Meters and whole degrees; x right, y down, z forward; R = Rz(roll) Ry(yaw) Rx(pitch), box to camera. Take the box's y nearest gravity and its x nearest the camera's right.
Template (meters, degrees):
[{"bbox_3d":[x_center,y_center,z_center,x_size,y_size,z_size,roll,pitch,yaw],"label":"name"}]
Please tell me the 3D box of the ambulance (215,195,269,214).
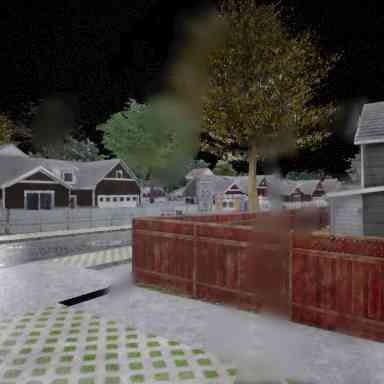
[{"bbox_3d":[4.390,1.500,27.484,2.351,2.431,6.366,-1,-2,35],"label":"ambulance"}]
